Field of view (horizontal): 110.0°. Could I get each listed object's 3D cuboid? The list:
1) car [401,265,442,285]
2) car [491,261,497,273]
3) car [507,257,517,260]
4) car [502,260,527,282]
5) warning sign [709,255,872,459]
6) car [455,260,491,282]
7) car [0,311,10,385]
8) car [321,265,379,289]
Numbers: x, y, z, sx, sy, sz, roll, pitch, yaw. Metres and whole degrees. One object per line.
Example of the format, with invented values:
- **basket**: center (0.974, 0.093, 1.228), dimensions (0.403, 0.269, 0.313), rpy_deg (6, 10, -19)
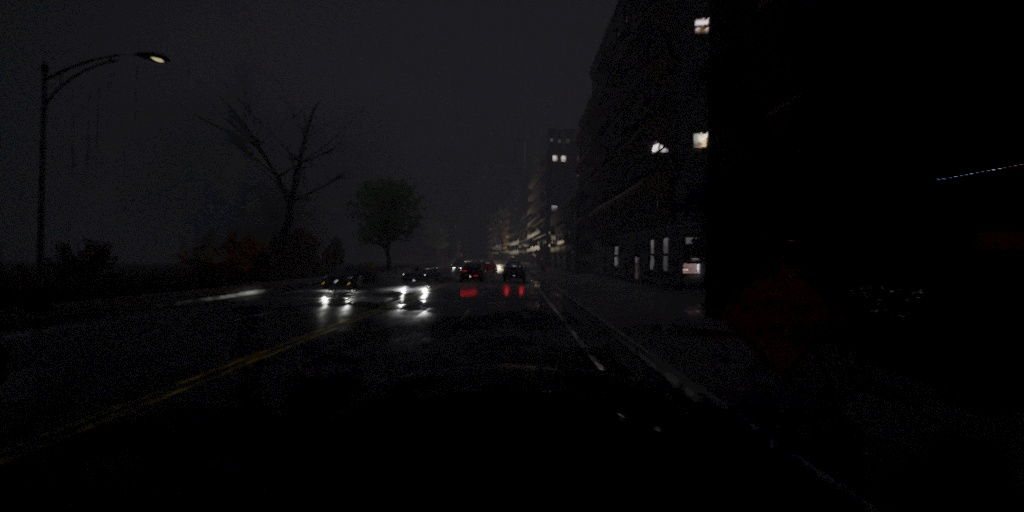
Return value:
- **car**: center (-6.459, 1.322, 25.922), dimensions (1.895, 1.301, 4.718), rpy_deg (1, 0, 1)
- **car**: center (-3.021, 1.328, 46.138), dimensions (1.882, 1.535, 5.008), rpy_deg (1, 0, 0)
- **car**: center (0.228, 1.256, 45.421), dimensions (2.097, 1.767, 4.553), rpy_deg (1, 0, 0)
- **car**: center (0.192, 1.343, 30.279), dimensions (2.128, 1.511, 4.902), rpy_deg (1, 0, 1)
- **warning sign**: center (2.840, 0.922, 3.812), dimensions (1.300, 1.860, 1.060), rpy_deg (0, 0, 0)
- **car**: center (-3.073, 1.296, 29.132), dimensions (1.837, 1.490, 4.892), rpy_deg (1, 0, 1)
- **car**: center (-6.591, 0.856, 1.510), dimensions (2.150, 2.045, 5.566), rpy_deg (1, 0, 0)
- **car**: center (-9.747, 1.214, 21.874), dimensions (1.994, 1.385, 4.181), rpy_deg (1, 0, 0)
